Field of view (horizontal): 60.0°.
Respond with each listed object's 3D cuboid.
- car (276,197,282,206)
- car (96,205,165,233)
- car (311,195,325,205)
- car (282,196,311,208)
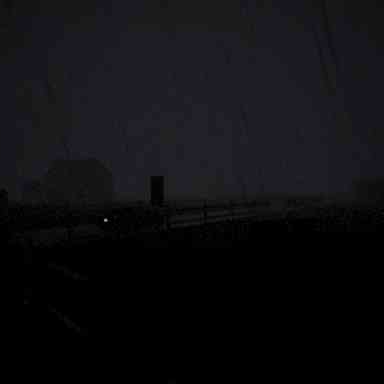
[{"bbox_3d":[14.288,1.309,49.875,2.033,1.411,5.357,0,0,35],"label":"car"},{"bbox_3d":[-3.451,1.467,19.347,1.994,1.385,4.181,0,0,35],"label":"car"},{"bbox_3d":[19.865,1.239,53.111,1.812,1.442,4.674,0,0,35],"label":"car"},{"bbox_3d":[14.056,1.291,44.608,1.812,1.442,4.674,0,0,35],"label":"car"}]
